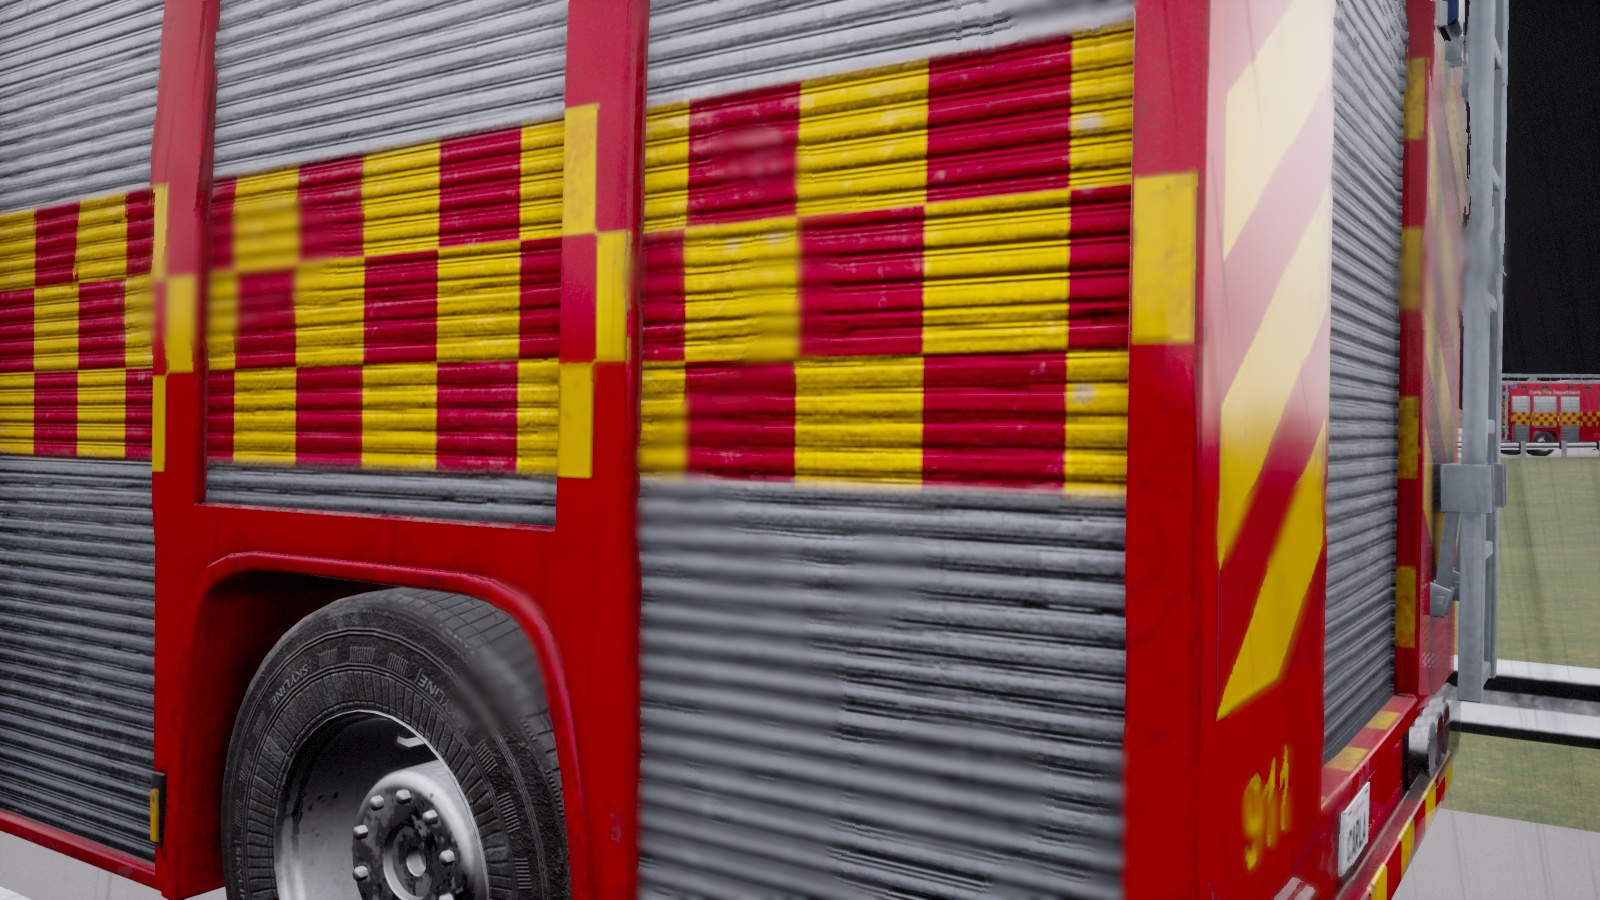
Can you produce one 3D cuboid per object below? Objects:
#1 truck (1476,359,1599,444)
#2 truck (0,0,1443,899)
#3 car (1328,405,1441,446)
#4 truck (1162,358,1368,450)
[{"bbox_3d":[36.701,-2.314,59.022,8.468,3.827,2.891,-1,1,-4],"label":"truck"},{"bbox_3d":[-2.277,-0.483,5.145,8.468,3.827,2.891,0,1,34],"label":"truck"},{"bbox_3d":[28.329,-1.204,60.931,4.605,1.855,1.932,-1,1,-7],"label":"car"},{"bbox_3d":[21.056,-1.983,56.943,8.468,3.827,2.891,-1,1,26],"label":"truck"}]
